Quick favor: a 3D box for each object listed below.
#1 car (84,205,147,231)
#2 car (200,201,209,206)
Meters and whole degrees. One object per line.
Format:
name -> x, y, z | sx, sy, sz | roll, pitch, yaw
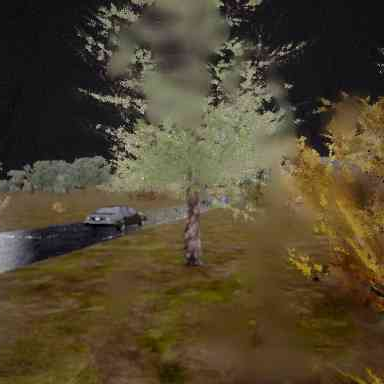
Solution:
car -> -4.523, 1.512, 20.491 | 2.033, 1.411, 5.357 | 0, 0, 14
car -> 1.034, 1.479, 55.349 | 1.895, 1.301, 4.718 | 0, 0, 14
